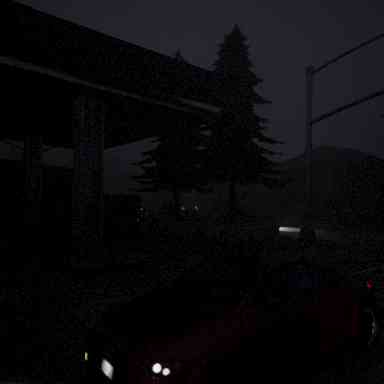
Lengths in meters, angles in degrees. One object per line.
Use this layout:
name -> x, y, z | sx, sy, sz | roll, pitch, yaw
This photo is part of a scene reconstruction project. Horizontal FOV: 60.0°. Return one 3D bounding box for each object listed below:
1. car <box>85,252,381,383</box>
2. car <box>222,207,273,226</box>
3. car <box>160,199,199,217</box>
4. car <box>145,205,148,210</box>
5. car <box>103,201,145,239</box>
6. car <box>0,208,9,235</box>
car -> 0.742, 1.594, 4.574 | 4.181, 1.385, 1.994 | -1, -2, -36
car -> 4.111, 1.813, 25.044 | 1.994, 1.385, 4.181 | 1, 0, -35
car -> -1.310, 1.537, 32.682 | 2.097, 1.767, 4.553 | 1, 0, -36
car -> -7.462, 1.661, 41.344 | 2.033, 1.411, 5.357 | 1, 0, -35
car -> -4.506, 1.445, 18.311 | 1.905, 1.878, 3.866 | 1, 0, -36
car -> -11.637, 1.520, 18.491 | 2.242, 1.667, 4.611 | 1, 0, -36
